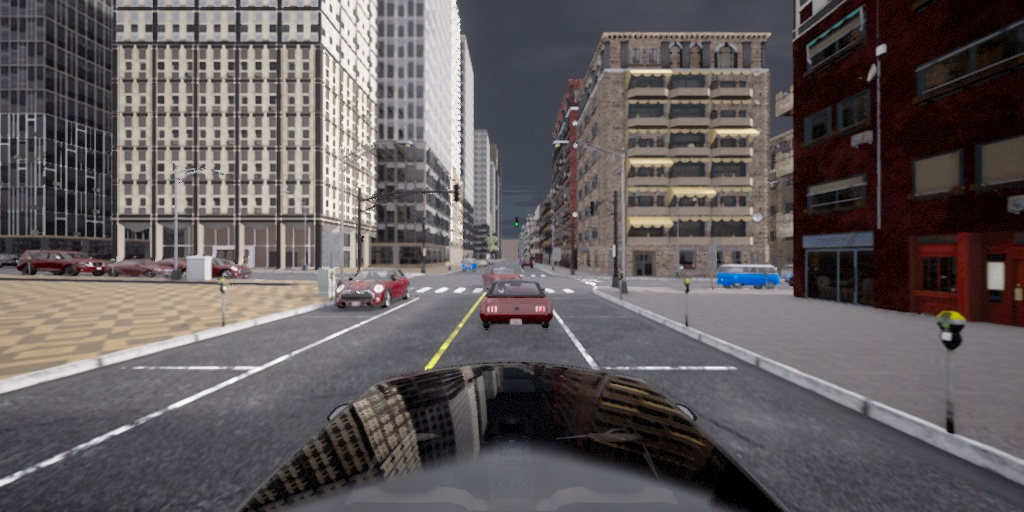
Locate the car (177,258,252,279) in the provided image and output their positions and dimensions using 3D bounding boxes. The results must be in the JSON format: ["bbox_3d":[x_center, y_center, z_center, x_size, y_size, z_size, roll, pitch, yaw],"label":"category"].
[{"bbox_3d":[-21.126,0.879,25.823,4.097,1.591,1.967,0,0,0],"label":"car"}]

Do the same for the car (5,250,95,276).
[{"bbox_3d":[-32.274,0.539,25.809,5.009,1.841,2.192,0,0,0],"label":"car"}]

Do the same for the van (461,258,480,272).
[{"bbox_3d":[-5.648,1.214,47.514,1.690,1.789,3.998,0,0,0],"label":"van"}]

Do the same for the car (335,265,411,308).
[{"bbox_3d":[-5.679,1.223,15.041,1.967,1.591,4.097,0,0,0],"label":"car"}]

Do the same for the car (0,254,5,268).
[{"bbox_3d":[-49.076,0.476,34.169,4.313,1.339,1.948,0,0,0],"label":"car"}]

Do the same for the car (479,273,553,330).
[{"bbox_3d":[0.109,1.375,11.236,1.895,1.301,4.718,0,0,0],"label":"car"}]

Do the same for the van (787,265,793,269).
[{"bbox_3d":[27.949,1.736,34.268,3.998,1.789,1.690,0,0,0],"label":"van"}]

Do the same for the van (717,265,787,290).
[{"bbox_3d":[16.934,1.514,25.735,3.998,1.789,1.690,0,0,0],"label":"van"}]

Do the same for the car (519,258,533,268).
[{"bbox_3d":[2.747,1.239,64.161,2.192,1.841,5.009,0,0,0],"label":"car"}]

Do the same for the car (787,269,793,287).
[{"bbox_3d":[22.474,1.846,25.912,4.313,1.339,1.948,0,0,0],"label":"car"}]

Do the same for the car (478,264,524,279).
[{"bbox_3d":[-0.826,1.418,23.300,1.895,1.301,4.718,1,-1,-13],"label":"car"}]

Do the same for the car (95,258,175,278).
[{"bbox_3d":[-26.700,0.914,25.816,4.207,1.307,1.802,0,0,0],"label":"car"}]
